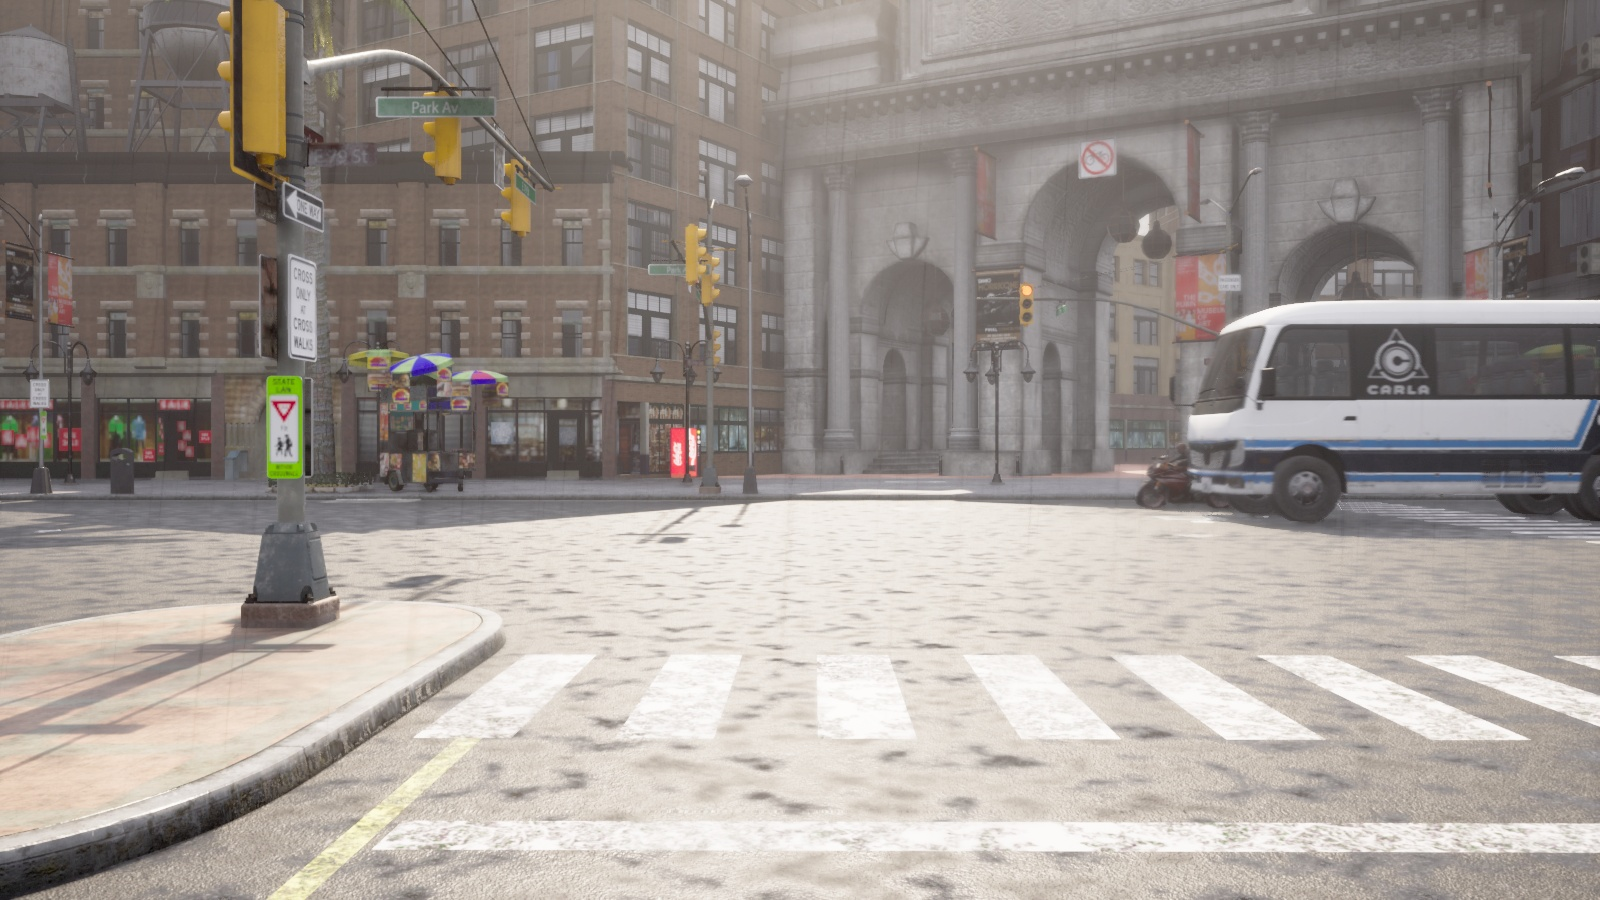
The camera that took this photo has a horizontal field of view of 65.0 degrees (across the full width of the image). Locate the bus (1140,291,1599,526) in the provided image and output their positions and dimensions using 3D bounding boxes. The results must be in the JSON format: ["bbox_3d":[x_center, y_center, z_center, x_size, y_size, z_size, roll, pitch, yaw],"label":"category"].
[{"bbox_3d":[12.361,-0.760,24.731,10.273,4.253,3.944,0,0,1],"label":"bus"}]

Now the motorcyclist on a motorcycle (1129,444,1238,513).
[{"bbox_3d":[8.618,0.629,28.293,2.191,1.530,0.866,0,0,1],"label":"motorcyclist on a motorcycle"}]
